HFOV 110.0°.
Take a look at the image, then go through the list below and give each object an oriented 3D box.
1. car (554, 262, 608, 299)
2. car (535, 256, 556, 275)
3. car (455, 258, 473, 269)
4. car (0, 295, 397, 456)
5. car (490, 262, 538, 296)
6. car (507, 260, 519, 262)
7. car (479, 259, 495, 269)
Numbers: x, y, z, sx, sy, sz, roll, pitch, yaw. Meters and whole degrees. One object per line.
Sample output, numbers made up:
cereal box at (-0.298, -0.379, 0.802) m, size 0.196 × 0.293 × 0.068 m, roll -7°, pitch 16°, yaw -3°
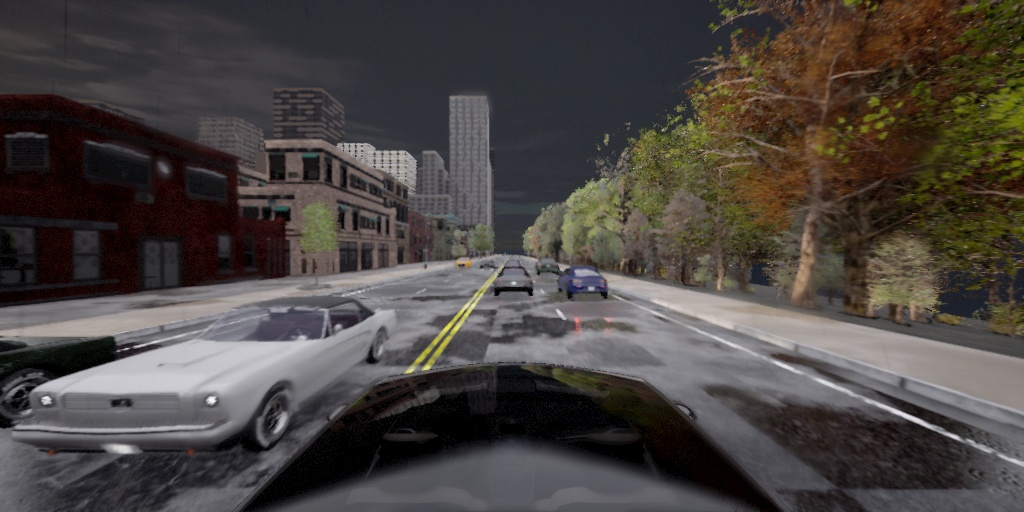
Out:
car at (3.346, 1.187, 17.443) m, size 1.812 × 1.442 × 4.674 m, roll 0°, pitch 0°, yaw 0°
car at (3.326, 0.911, 34.957) m, size 2.097 × 1.767 × 4.553 m, roll 0°, pitch 0°, yaw 0°
car at (-6.559, 0.954, 49.182) m, size 1.882 × 1.535 × 5.008 m, roll 0°, pitch 0°, yaw 1°
car at (-3.341, 1.331, 5.273) m, size 1.895 × 1.301 × 4.718 m, roll 0°, pitch 0°, yaw 0°
car at (0.093, 1.218, 18.818) m, size 1.994 × 1.385 × 4.181 m, roll 0°, pitch 0°, yaw 0°
car at (0.083, 1.111, 37.292) m, size 1.994 × 1.385 × 4.181 m, roll 0°, pitch 0°, yaw 0°
car at (-3.311, 1.041, 49.177) m, size 1.994 × 1.385 × 4.181 m, roll 0°, pitch 0°, yaw 1°
